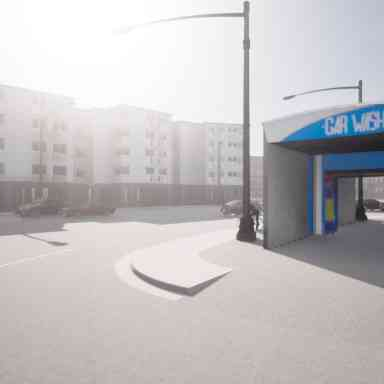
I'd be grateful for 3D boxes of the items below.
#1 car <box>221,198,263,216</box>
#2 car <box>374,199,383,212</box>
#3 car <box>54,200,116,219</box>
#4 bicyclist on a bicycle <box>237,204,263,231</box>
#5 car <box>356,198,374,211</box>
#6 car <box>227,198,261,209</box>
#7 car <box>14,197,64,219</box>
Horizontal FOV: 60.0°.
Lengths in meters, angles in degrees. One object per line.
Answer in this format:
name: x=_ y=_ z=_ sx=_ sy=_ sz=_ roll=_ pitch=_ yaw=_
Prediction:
car: x=4.867 y=1.526 z=32.317 sx=4.674 sy=1.442 sz=1.812 roll=0 pitch=0 yaw=-36
car: x=22.873 y=1.526 z=36.575 sx=4.674 sy=1.442 sz=1.812 roll=0 pitch=0 yaw=-18
car: x=-9.119 y=1.601 z=29.032 sx=1.895 sy=1.301 sz=4.718 roll=0 pitch=0 yaw=40
bicyclist on a bicycle: x=3.193 y=1.301 z=18.294 sx=1.656 sy=1.620 sz=0.582 roll=0 pitch=0 yaw=38
car: x=20.987 y=1.505 z=39.644 sx=4.892 sy=1.490 sz=1.837 roll=0 pitch=0 yaw=-18
car: x=7.138 y=1.564 z=45.847 sx=4.181 sy=1.385 sz=1.994 roll=0 pitch=0 yaw=-25
car: x=-13.129 y=1.351 z=29.401 sx=2.097 sy=1.767 sz=4.553 roll=0 pitch=0 yaw=38
